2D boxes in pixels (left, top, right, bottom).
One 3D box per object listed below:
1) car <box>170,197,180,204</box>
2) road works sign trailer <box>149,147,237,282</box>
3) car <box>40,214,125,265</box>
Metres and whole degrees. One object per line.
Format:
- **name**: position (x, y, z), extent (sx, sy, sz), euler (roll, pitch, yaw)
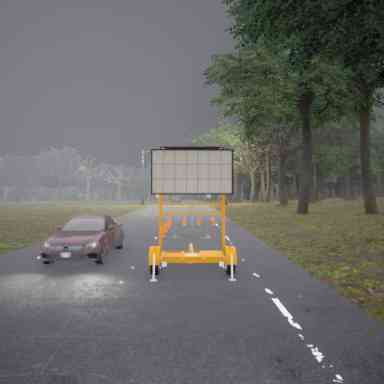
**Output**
- **car**: position (-3.586, 1.846, 70.799), extent (1.994, 1.385, 4.181), euler (0, -1, 0)
- **road works sign trailer**: position (0.000, 0.473, 9.822), extent (2.380, 3.560, 2.880), euler (0, 0, -1)
- **car**: position (-3.615, 1.537, 11.840), extent (1.812, 1.442, 4.674), euler (0, 0, 0)
